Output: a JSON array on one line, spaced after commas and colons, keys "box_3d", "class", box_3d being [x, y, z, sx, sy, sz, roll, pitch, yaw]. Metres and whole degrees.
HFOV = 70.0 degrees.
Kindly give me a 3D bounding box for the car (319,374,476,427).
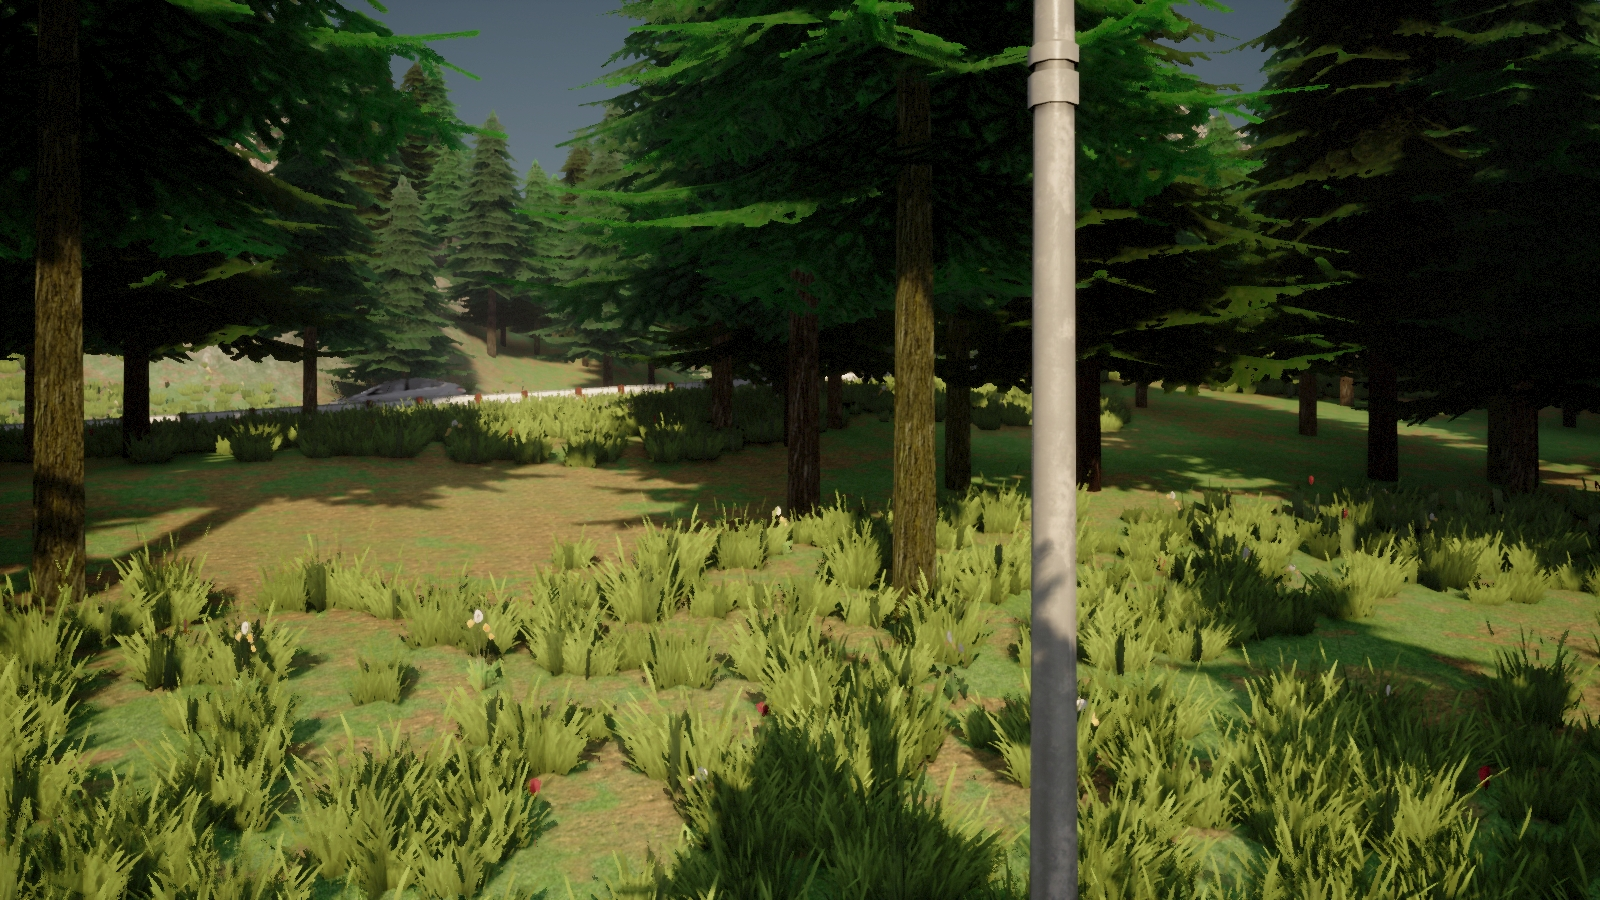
[{"box_3d": [-13.971, -1.729, 39.733, 4.792, 1.488, 2.163, -5, 2, -27], "class": "car"}]
